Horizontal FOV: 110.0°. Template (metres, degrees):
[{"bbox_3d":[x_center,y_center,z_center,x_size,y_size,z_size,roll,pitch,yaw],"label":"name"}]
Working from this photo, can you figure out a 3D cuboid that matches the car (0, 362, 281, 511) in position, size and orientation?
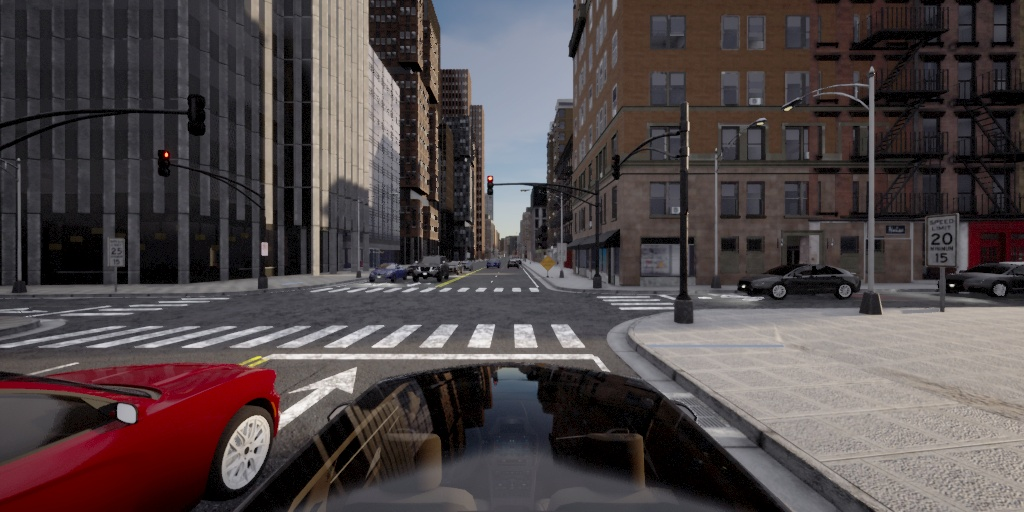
[{"bbox_3d":[-3.153,1.228,1.421,1.882,1.535,5.008,0,0,0],"label":"car"}]

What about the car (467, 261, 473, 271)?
[{"bbox_3d":[-6.485,1.325,49.366,1.994,1.385,4.181,0,0,0],"label":"car"}]

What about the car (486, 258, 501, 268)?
[{"bbox_3d":[-3.068,1.118,59.494,2.097,1.767,4.553,0,0,1],"label":"car"}]

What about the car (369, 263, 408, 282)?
[{"bbox_3d":[-9.792,1.279,28.733,1.812,1.442,4.674,0,0,0],"label":"car"}]

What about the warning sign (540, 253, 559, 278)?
[{"bbox_3d":[2.909,0.868,29.142,1.300,1.860,1.060,0,0,0],"label":"warning sign"}]

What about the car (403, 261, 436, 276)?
[{"bbox_3d":[-9.772,1.304,38.320,2.033,1.411,5.357,0,0,0],"label":"car"}]

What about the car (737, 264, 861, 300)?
[{"bbox_3d":[12.904,1.116,16.278,4.892,1.490,1.837,0,0,-1],"label":"car"}]

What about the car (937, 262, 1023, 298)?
[{"bbox_3d":[22.298,1.047,16.197,4.892,1.490,1.837,-1,0,0],"label":"car"}]

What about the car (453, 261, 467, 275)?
[{"bbox_3d":[-6.517,1.262,39.404,1.837,1.490,4.892,0,0,0],"label":"car"}]

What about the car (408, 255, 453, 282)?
[{"bbox_3d":[-6.555,0.975,29.488,2.150,2.045,5.566,0,0,-1],"label":"car"}]

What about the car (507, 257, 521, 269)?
[{"bbox_3d":[0.176,1.271,58.745,1.837,1.490,4.892,0,0,0],"label":"car"}]
